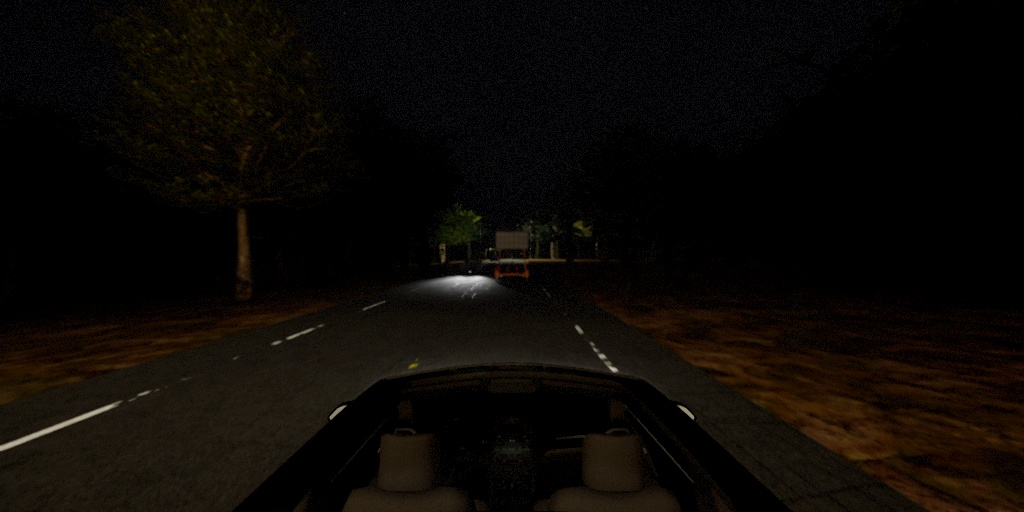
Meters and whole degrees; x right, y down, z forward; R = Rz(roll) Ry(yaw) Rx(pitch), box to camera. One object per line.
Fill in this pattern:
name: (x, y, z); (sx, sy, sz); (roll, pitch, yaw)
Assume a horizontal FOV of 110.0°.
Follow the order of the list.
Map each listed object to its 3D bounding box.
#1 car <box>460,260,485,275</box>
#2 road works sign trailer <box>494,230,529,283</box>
car: (-3.573, 1.013, 32.831); (1.895, 1.301, 4.718); (0, 1, 0)
road works sign trailer: (0.009, -0.030, 25.263); (2.380, 3.560, 2.880); (0, 0, 0)
